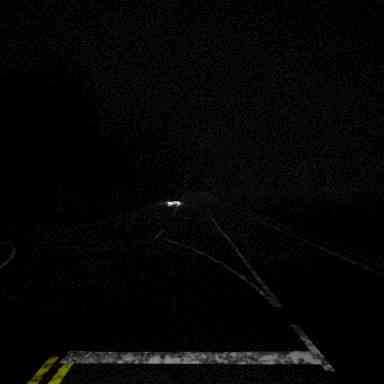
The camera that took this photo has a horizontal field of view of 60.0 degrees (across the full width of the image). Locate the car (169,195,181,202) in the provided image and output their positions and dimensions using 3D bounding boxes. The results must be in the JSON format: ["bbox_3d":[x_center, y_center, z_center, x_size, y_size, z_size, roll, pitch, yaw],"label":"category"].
[{"bbox_3d":[-3.343,1.238,63.981,1.895,1.301,4.718,0,1,4],"label":"car"}]
